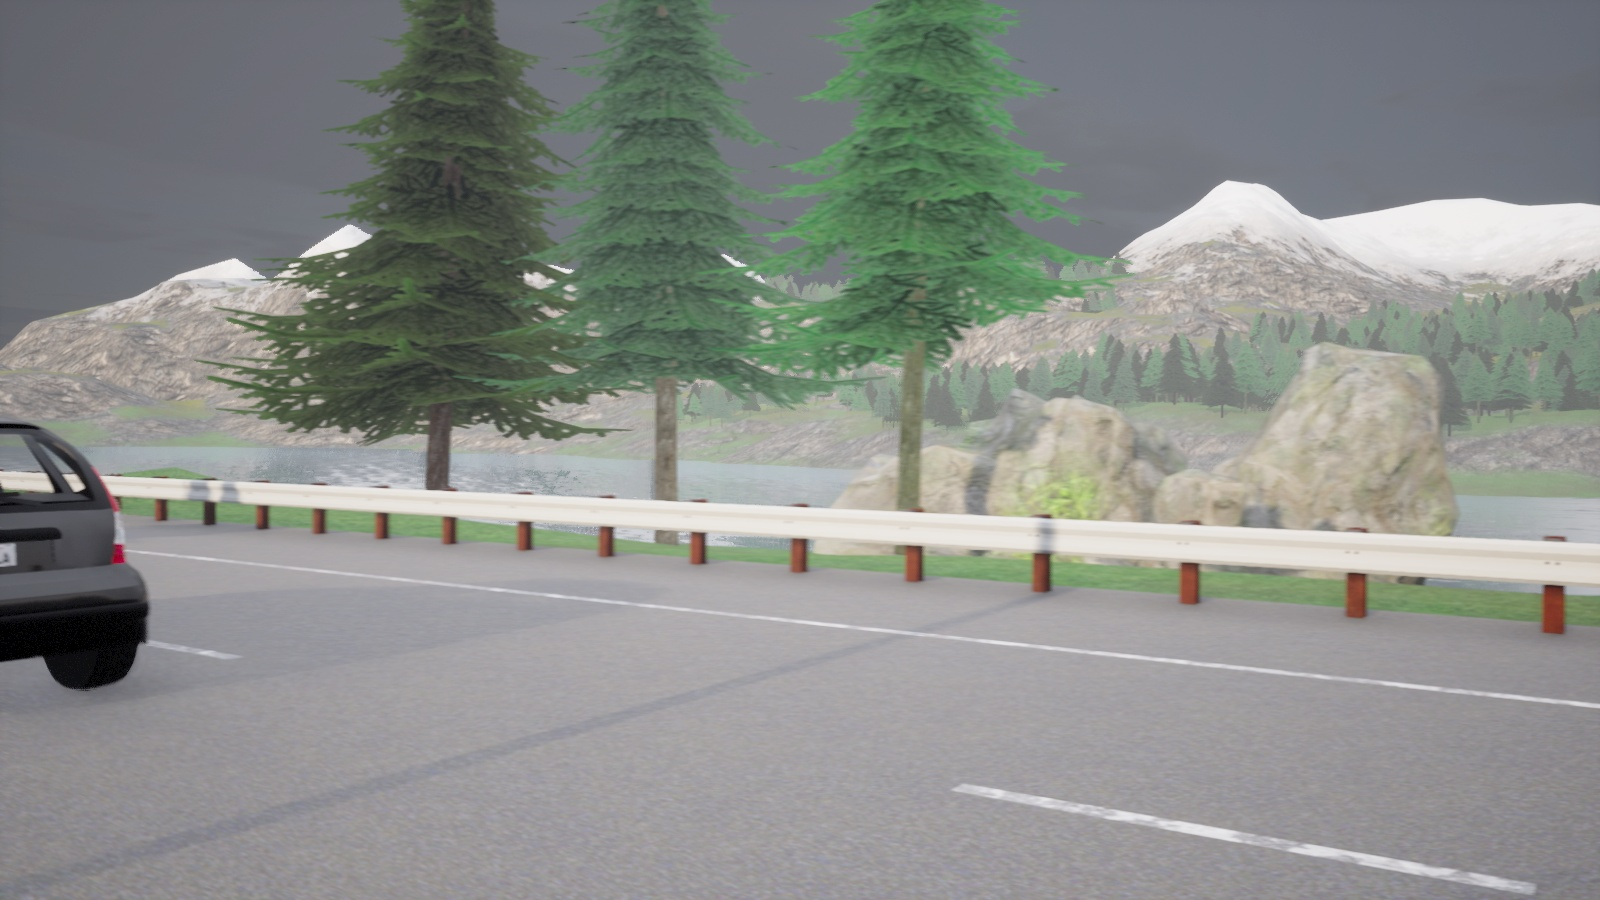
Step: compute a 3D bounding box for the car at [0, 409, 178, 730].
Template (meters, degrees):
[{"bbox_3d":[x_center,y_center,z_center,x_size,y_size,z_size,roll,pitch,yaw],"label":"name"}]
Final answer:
[{"bbox_3d":[-5.688,0.605,7.402,3.988,1.617,1.851,0,1,34],"label":"car"}]
